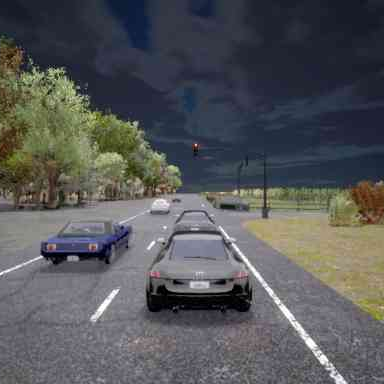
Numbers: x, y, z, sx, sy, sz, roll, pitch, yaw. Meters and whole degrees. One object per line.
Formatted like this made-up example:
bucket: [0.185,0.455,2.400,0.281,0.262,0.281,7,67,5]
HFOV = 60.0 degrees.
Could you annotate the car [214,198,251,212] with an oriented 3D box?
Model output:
car: [4.953,1.470,41.564,4.553,1.767,2.097,2,0,34]

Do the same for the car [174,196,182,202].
car: [-3.338,1.597,74.886,1.895,1.301,4.718,0,0,0]

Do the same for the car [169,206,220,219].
car: [0.132,1.568,16.119,1.994,1.385,4.181,0,0,0]

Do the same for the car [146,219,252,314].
car: [0.118,1.566,7.719,1.994,1.385,4.181,0,0,0]

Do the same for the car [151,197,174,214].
car: [-3.328,1.532,35.951,1.812,1.442,4.674,0,0,0]

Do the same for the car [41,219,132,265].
car: [-3.376,1.603,11.708,1.895,1.301,4.718,0,0,0]
